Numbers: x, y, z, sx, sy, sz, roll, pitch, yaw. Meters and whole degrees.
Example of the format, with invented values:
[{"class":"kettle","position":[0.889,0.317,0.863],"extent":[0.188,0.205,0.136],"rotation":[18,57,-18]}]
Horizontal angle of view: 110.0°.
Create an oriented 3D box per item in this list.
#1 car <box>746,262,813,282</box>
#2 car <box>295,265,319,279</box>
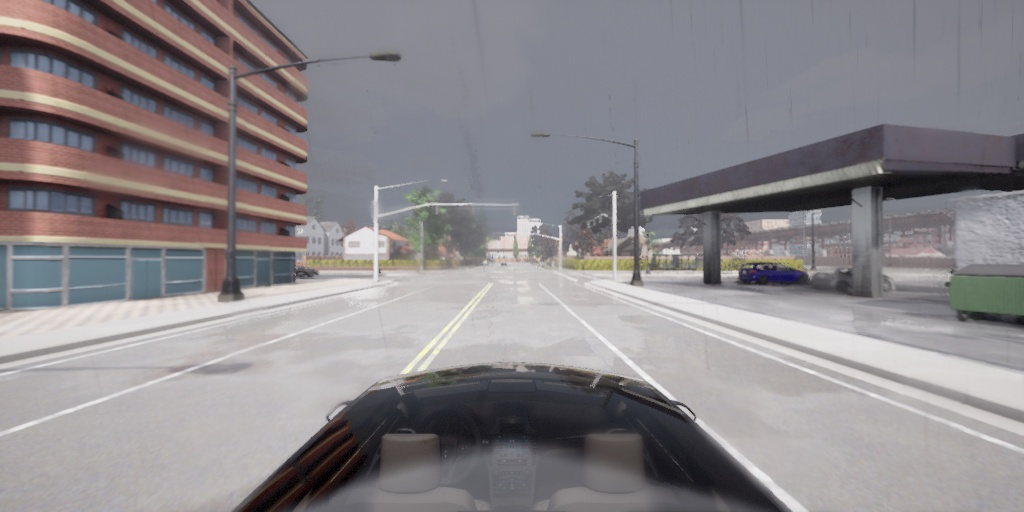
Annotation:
[{"class":"car","position":[27.862,1.576,37.429],"extent":[5.008,1.535,1.882],"rotation":[1,-1,1]},{"class":"car","position":[-23.675,1.639,38.274],"extent":[5.357,1.411,2.033],"rotation":[0,-1,1]}]
